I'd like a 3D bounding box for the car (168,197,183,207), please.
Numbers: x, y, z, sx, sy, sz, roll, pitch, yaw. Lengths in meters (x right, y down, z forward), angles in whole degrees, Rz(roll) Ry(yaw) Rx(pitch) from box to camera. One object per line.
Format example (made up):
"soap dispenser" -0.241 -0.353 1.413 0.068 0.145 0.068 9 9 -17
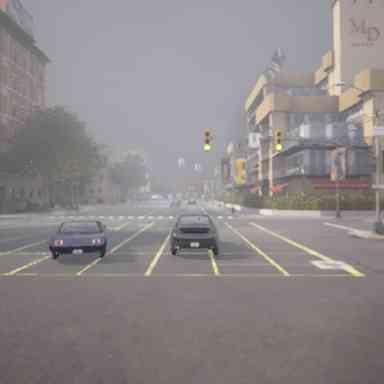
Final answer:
"car" -3.408 2.314 68.189 2.033 1.411 5.357 0 -1 0

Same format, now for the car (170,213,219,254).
"car" 0.099 1.667 14.339 1.837 1.490 4.892 0 -1 0

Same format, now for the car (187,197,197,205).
"car" -0.009 2.221 77.660 2.097 1.767 4.553 0 -1 0

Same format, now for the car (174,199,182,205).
"car" -3.510 2.472 86.407 1.837 1.490 4.892 0 -1 0

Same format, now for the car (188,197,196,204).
"car" -0.010 2.210 86.414 2.097 1.767 4.553 0 -1 0

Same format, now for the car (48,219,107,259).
"car" -4.436 1.752 13.405 1.895 1.301 4.718 0 -1 -15
